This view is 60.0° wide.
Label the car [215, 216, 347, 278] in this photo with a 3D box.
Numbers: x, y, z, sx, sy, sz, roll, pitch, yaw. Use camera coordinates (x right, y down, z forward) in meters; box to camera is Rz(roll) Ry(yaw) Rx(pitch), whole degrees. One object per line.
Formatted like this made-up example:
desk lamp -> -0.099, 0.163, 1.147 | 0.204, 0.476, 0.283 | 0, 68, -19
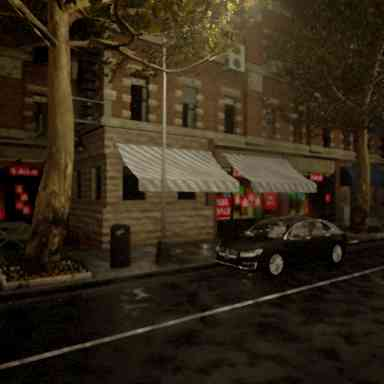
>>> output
car -> 2.921, 1.528, 10.395 | 4.892, 1.521, 2.231 | 0, 0, -35
